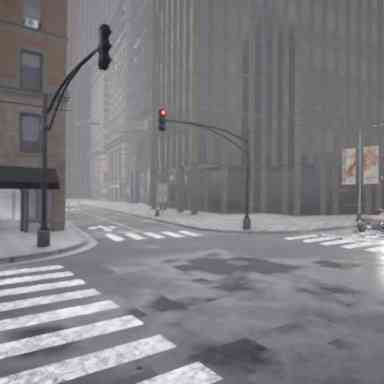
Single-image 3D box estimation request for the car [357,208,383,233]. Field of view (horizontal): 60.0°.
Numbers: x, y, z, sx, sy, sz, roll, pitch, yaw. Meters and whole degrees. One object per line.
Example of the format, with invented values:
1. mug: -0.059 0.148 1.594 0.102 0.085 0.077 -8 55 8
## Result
1. car: 11.890 1.715 20.141 4.674 1.442 1.812 1 0 -35
